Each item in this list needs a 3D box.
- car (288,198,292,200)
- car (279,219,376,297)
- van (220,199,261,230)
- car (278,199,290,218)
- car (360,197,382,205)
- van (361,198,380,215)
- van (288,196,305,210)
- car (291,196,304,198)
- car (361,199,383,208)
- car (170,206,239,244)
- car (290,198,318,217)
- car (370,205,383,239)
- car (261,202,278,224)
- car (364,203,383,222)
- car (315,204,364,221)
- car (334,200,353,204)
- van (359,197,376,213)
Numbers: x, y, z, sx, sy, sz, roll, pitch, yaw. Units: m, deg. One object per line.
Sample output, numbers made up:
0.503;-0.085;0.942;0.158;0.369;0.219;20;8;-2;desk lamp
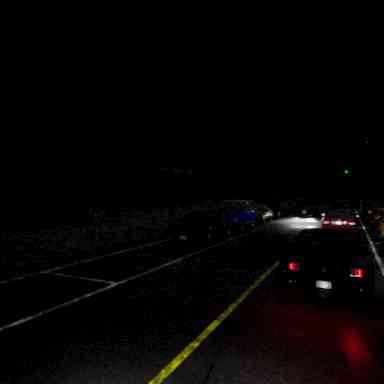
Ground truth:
9.711;1.626;35.548;1.752;1.417;4.829;1;0;25;car
3.685;1.639;8.895;1.895;1.301;4.718;1;0;25;car
2.857;1.364;20.933;1.690;1.788;3.998;1;0;25;van
7.473;1.641;30.779;1.947;1.339;4.313;1;0;25;car
17.503;1.511;32.081;2.192;1.841;5.009;1;0;25;car
19.811;1.564;37.004;1.690;1.788;3.998;1;0;25;van
14.403;1.497;45.548;1.690;1.788;3.998;1;0;25;van
12.093;1.569;40.624;1.967;1.590;4.097;1;0;25;car
15.192;1.610;27.158;1.967;1.590;4.097;1;0;25;car
0.546;1.563;16.010;1.947;1.339;4.313;1;0;25;car
11.338;1.613;32.696;2.128;1.511;4.902;1;0;25;car
10.645;1.643;17.466;1.752;1.417;4.829;1;0;25;car
5.092;1.573;25.702;1.752;1.417;4.829;1;0;25;car
12.882;1.688;22.236;1.887;1.381;4.507;1;0;25;car
8.557;1.640;19.278;2.033;1.411;5.357;1;0;25;car
17.721;1.676;39.055;1.882;1.535;5.008;1;-1;25;car
22.121;1.592;41.927;1.690;1.788;3.998;1;0;25;van
